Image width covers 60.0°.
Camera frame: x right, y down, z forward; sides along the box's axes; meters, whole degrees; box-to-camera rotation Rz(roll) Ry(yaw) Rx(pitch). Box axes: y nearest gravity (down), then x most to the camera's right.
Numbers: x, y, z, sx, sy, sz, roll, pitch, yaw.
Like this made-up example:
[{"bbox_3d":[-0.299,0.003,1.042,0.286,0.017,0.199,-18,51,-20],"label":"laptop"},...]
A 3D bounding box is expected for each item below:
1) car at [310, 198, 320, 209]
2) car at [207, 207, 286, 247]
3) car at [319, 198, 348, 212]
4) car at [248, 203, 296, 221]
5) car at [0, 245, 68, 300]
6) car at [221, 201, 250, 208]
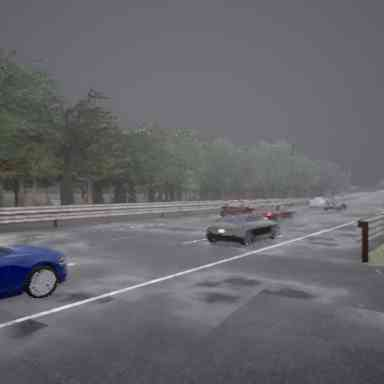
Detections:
[{"bbox_3d":[18.472,1.655,48.134,1.812,1.442,4.674,0,0,36],"label":"car"},{"bbox_3d":[2.516,1.634,15.746,1.994,1.385,4.181,0,0,38],"label":"car"},{"bbox_3d":[18.088,1.661,41.673,2.033,1.411,5.357,0,0,36],"label":"car"},{"bbox_3d":[6.615,1.678,26.478,1.895,1.301,4.718,0,0,38],"label":"car"},{"bbox_3d":[-4.948,1.544,6.506,1.882,1.535,5.008,0,0,39],"label":"car"},{"bbox_3d":[4.462,1.556,29.427,1.882,1.535,5.008,0,0,38],"label":"car"}]
